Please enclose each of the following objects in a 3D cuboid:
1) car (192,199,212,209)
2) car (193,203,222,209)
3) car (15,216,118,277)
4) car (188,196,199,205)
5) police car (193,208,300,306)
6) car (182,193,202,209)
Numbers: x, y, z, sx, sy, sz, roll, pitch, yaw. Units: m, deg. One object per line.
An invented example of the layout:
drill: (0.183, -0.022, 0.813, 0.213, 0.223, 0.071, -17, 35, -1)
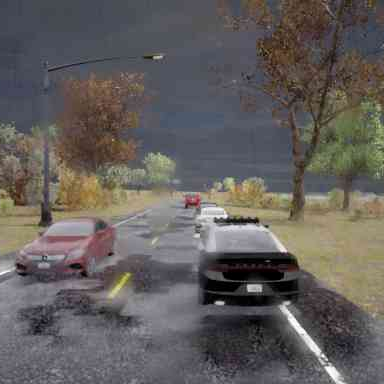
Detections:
car: (1.123, 1.504, 24.110, 1.837, 1.490, 4.892, 0, 0, 0)
car: (1.097, 1.525, 18.111, 1.812, 1.442, 4.674, 0, 0, 0)
car: (-3.576, 1.526, 10.382, 1.812, 1.442, 4.674, 0, 0, 0)
car: (0.230, 1.511, 59.527, 1.812, 1.442, 4.674, 0, 0, 0)
police car: (1.066, 1.425, 8.227, 1.930, 1.638, 5.238, 0, 0, 0)
car: (0.205, 1.214, 45.325, 2.150, 2.045, 5.566, 0, 0, 1)
